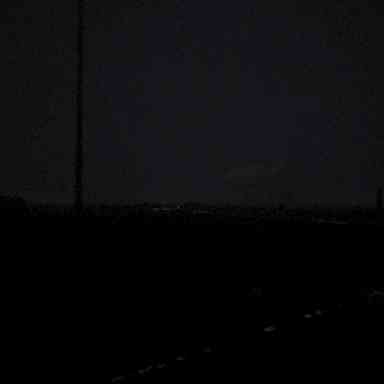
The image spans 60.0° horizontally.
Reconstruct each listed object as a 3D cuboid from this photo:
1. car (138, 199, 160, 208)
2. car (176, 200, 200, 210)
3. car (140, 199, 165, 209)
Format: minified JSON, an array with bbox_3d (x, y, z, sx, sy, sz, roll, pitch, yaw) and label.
[{"bbox_3d":[-8.226,2.132,63.540,1.882,1.535,5.008,2,-1,-36],"label":"car"},{"bbox_3d":[-0.631,2.075,52.982,2.128,1.511,4.902,2,-1,-35],"label":"car"},{"bbox_3d":[-6.465,1.904,56.332,2.097,1.767,4.553,2,-1,-35],"label":"car"}]
